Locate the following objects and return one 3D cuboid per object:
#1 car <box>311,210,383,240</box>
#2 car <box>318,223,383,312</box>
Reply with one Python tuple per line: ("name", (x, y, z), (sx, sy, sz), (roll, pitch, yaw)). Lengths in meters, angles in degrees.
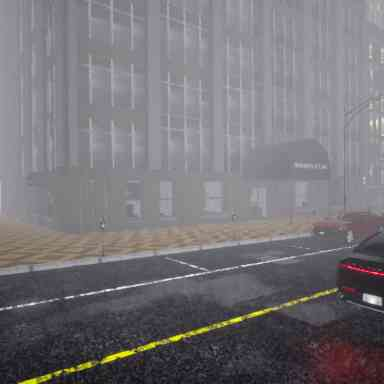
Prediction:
("car", (7.474, 1.542, 15.764), (4.507, 1.381, 1.887), (0, -1, -35))
("car", (4.897, 1.503, 6.806), (4.892, 1.490, 1.837), (0, 0, -35))
